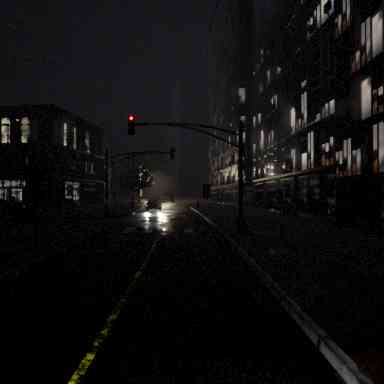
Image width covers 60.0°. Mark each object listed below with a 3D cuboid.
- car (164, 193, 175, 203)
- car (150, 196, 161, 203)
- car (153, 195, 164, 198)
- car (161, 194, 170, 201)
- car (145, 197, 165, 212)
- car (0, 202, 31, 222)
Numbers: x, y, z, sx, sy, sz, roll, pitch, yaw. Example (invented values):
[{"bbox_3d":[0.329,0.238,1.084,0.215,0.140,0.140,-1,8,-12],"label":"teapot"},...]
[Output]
[{"bbox_3d":[-4.868,1.208,69.136,2.150,2.045,5.566,0,0,-8],"label":"car"},{"bbox_3d":[-7.500,1.545,67.959,1.994,1.385,4.181,0,0,-7],"label":"car"},{"bbox_3d":[-5.778,1.492,53.145,1.837,1.490,4.892,0,0,-6],"label":"car"},{"bbox_3d":[-6.416,1.335,79.403,1.812,1.442,4.674,0,0,-10],"label":"car"},{"bbox_3d":[-4.457,1.594,38.990,1.895,1.301,4.718,0,0,-5],"label":"car"},{"bbox_3d":[-14.509,1.502,24.470,5.008,1.535,1.882,0,0,7],"label":"car"}]
